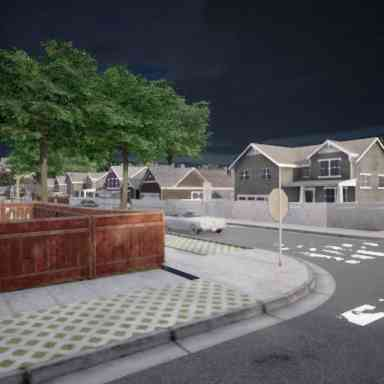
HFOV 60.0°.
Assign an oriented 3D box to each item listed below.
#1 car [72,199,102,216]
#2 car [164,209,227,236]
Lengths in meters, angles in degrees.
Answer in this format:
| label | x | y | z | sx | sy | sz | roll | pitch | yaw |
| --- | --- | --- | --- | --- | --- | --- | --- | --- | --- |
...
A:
| label | x | y | z | sx | sy | sz | roll | pitch | yaw |
| --- | --- | --- | --- | --- | --- | --- | --- | --- | --- |
| car | -10.920 | 1.548 | 34.461 | 2.097 | 1.767 | 4.553 | 0 | -1 | -35 |
| car | -0.105 | 1.681 | 19.332 | 1.895 | 1.301 | 4.718 | 0 | 0 | -36 |
